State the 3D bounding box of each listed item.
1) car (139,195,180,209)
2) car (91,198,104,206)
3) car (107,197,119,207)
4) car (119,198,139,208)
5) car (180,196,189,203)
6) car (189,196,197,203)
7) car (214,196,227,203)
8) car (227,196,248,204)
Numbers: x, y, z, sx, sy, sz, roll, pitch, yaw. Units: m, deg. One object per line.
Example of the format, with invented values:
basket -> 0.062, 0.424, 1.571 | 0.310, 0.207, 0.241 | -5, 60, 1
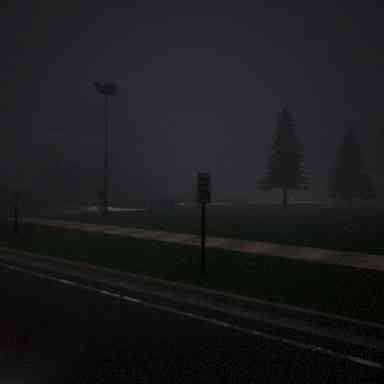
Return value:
car -> -4.330, 1.442, 45.092 | 2.128, 1.511, 4.902 | 0, 0, 35
car -> -13.195, 1.459, 50.733 | 1.812, 1.442, 4.674 | 0, 0, 35
car -> -10.287, 1.503, 48.786 | 1.994, 1.385, 4.181 | 0, 0, 35
car -> -7.503, 1.545, 46.664 | 1.895, 1.301, 4.718 | 0, 0, 35
car -> -3.360, 1.439, 64.694 | 1.837, 1.490, 4.892 | 0, 0, 35
car -> 1.034, 1.503, 64.848 | 1.994, 1.385, 4.181 | 0, 0, 36
car -> 6.570, 1.492, 66.618 | 2.033, 1.411, 5.357 | 0, 0, 35
car -> 9.075, 1.515, 64.103 | 1.994, 1.385, 4.181 | 0, 0, 35
